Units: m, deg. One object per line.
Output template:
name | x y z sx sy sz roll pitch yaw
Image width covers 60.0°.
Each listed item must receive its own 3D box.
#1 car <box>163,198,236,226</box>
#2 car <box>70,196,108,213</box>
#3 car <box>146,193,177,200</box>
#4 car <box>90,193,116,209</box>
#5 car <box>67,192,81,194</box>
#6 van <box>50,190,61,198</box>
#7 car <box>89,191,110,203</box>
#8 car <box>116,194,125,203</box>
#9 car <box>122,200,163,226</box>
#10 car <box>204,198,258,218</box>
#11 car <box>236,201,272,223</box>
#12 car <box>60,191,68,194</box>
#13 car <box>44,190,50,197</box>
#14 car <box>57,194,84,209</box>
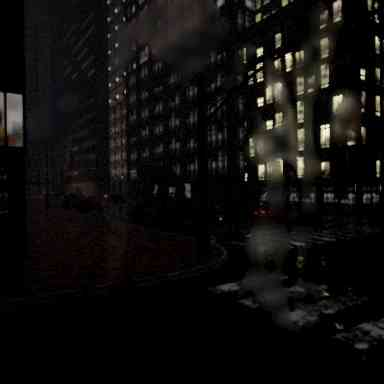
car | 0.364 1.378 22.420 2.128 1.511 4.902 -1 1 -35
car | -10.412 1.361 33.498 1.947 1.339 4.313 -1 1 -35
car | -3.538 0.976 38.286 2.192 1.841 5.009 -1 1 -35
car | -11.183 1.200 39.184 2.128 1.511 4.902 -1 1 -34
car | -22.756 0.902 66.151 1.887 1.381 4.507 -1 1 -35
van | -32.365 0.544 80.080 1.690 1.788 3.998 0 1 -35
car | -15.844 0.809 56.858 2.097 1.767 4.553 -1 1 -35
car | -11.859 1.022 51.141 1.837 1.490 4.892 -1 1 -35
car | -2.778 1.462 22.480 2.008 1.369 4.403 -1 1 -35
car | 3.215 1.292 28.432 1.752 1.417 4.829 -1 1 -35
car | 3.247 1.384 24.065 2.033 1.411 5.357 -1 1 -36
car | -25.959 0.746 70.794 1.967 1.590 4.097 -1 1 -35
car | -35.568 0.701 84.726 2.008 1.369 4.403 0 1 -35
car | -13.616 1.296 38.142 2.008 1.369 4.403 -1 1 -35
